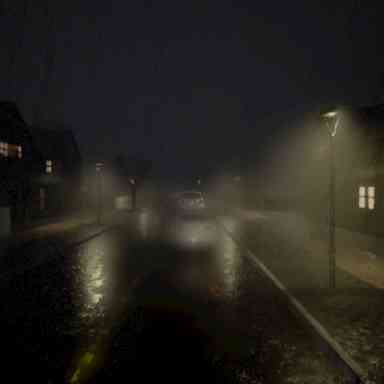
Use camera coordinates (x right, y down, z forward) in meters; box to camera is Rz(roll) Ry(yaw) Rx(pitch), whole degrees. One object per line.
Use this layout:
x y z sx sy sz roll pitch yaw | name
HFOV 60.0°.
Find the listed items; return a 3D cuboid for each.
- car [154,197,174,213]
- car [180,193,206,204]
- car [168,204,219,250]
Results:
-2.842 1.331 34.640 2.128 1.511 4.902 0 0 0 | car
0.098 1.077 30.979 2.150 2.045 5.566 0 0 0 | car
0.089 1.461 13.949 1.812 1.442 4.674 0 0 0 | car
